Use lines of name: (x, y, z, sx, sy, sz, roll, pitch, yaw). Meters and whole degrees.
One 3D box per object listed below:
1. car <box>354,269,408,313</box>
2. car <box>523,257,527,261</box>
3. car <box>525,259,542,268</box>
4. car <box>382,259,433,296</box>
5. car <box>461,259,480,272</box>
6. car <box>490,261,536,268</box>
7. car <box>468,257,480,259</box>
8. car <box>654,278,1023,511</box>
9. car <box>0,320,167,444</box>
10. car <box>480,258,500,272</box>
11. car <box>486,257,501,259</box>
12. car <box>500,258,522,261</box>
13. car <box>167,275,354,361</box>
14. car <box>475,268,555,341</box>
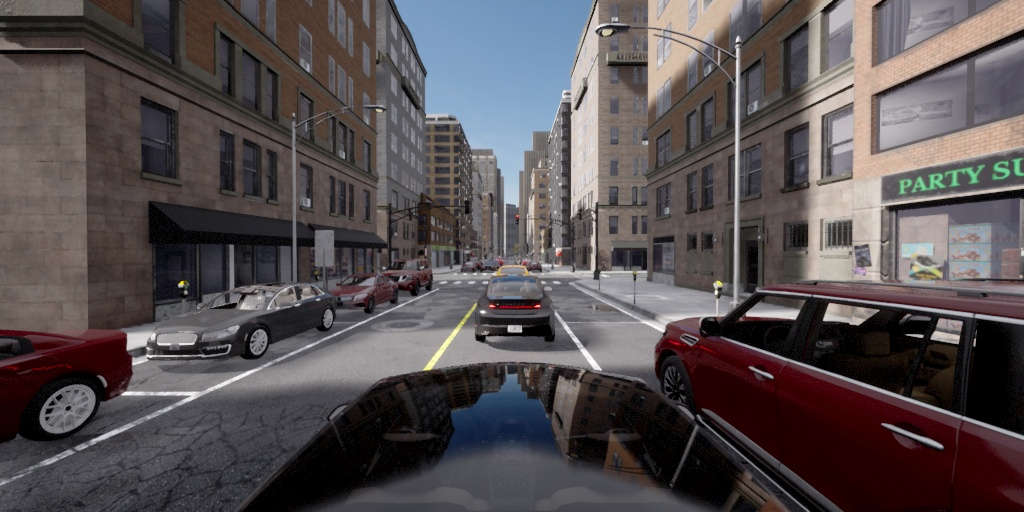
car: (-5.644, 1.330, 13.787, 1.802, 1.307, 4.207, 0, 0, 0)
car: (2.961, 1.299, 52.112, 1.751, 1.417, 4.829, 0, 0, 0)
car: (2.949, 1.349, 46.379, 1.802, 1.307, 4.207, 0, 0, 0)
car: (-5.633, 1.064, 19.369, 2.192, 1.841, 5.009, 0, 0, 0)
car: (-5.576, 1.349, 46.369, 1.802, 1.307, 4.207, 0, 0, 0)
car: (0.047, 1.227, 18.937, 1.882, 1.535, 5.008, 0, 0, 1)
car: (-5.565, 1.088, 51.934, 2.192, 1.841, 5.009, 0, 0, 0)
car: (2.858, 1.064, 2.626, 2.192, 1.841, 5.009, 0, 0, 0)
car: (-5.668, 1.294, 2.622, 1.888, 1.381, 4.507, 0, 0, 0)
car: (-3.005, 1.332, 46.776, 1.994, 1.385, 4.181, 0, 0, 0)
car: (-2.977, 1.329, 57.203, 2.033, 1.411, 5.357, 0, 0, 0)
car: (-0.095, 1.318, 48.823, 2.033, 1.411, 5.357, 0, 0, 5)
car: (-5.656, 1.299, 8.204, 2.007, 1.370, 4.403, 0, 0, 0)
car: (0.079, 1.254, 9.819, 1.837, 1.490, 4.892, 0, 0, 0)
